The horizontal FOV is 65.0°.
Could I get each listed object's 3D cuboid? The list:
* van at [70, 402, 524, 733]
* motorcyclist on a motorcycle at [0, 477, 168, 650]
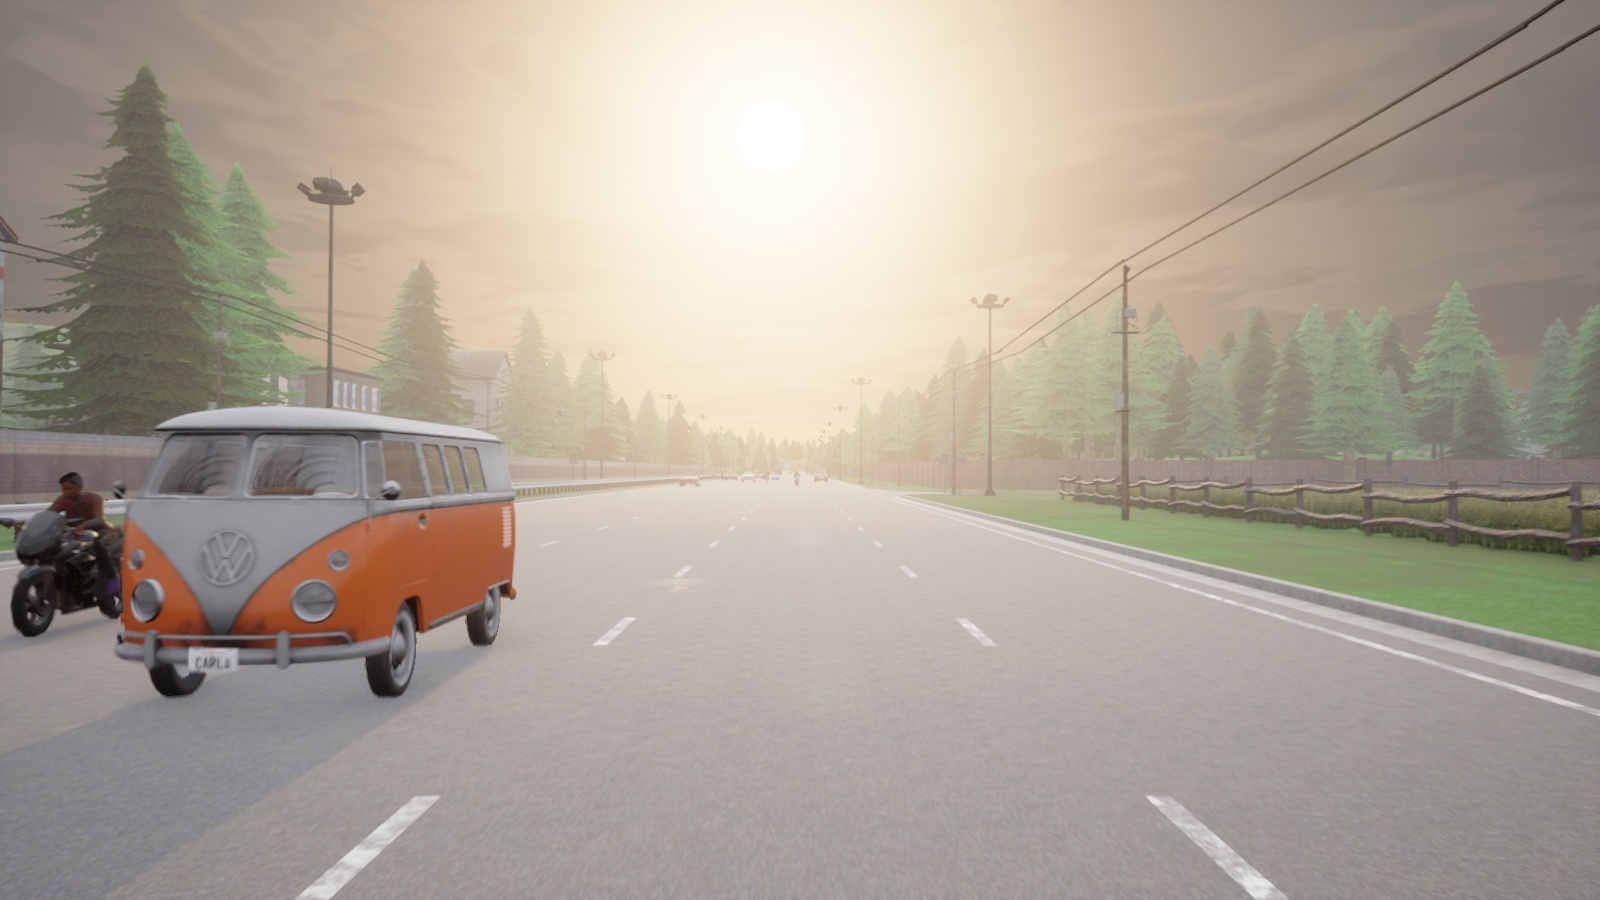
[{"bbox_3d":[-3.524,0.746,9.808,1.775,1.987,4.442,0,-1,0],"label":"van"},{"bbox_3d":[-7.029,1.028,12.160,0.797,1.523,2.044,0,-1,0],"label":"motorcyclist on a motorcycle"}]
